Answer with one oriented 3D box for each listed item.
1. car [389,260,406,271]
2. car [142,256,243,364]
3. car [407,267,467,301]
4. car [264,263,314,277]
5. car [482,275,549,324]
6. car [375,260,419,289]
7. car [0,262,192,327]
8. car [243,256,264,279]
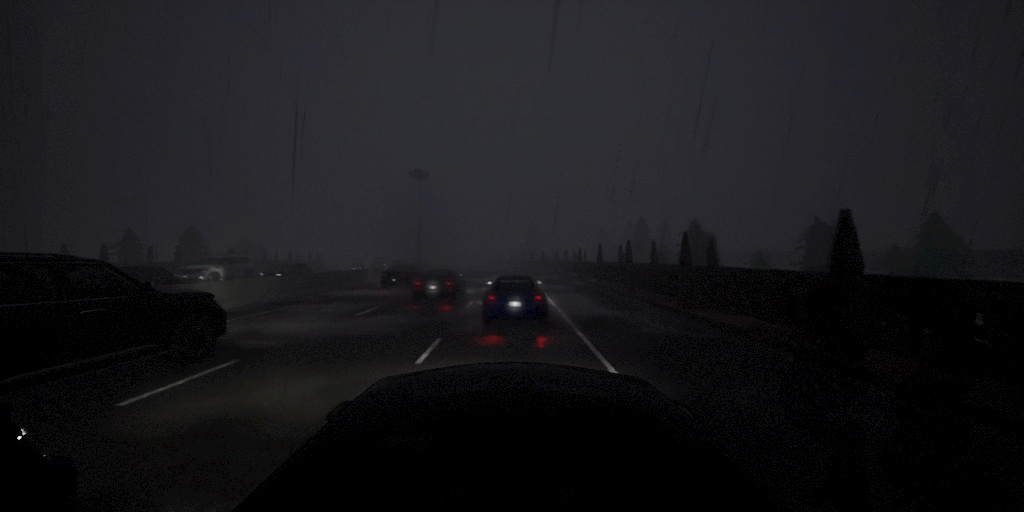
[{"bbox_3d":[-16.496,1.364,51.834,1.837,1.490,4.892,0,0,-13],"label":"car"},{"bbox_3d":[-6.900,0.971,4.917,2.150,2.045,5.566,0,0,0],"label":"car"},{"bbox_3d":[-3.400,1.325,17.414,1.994,1.385,4.181,0,0,0],"label":"car"},{"bbox_3d":[-17.652,1.285,28.411,1.837,1.490,4.892,0,0,-1],"label":"car"},{"bbox_3d":[0.100,1.320,11.980,1.994,1.385,4.181,0,0,0],"label":"car"},{"bbox_3d":[-6.899,1.249,23.398,1.882,1.535,5.008,0,0,0],"label":"car"},{"bbox_3d":[-14.103,1.107,12.357,2.097,1.767,4.553,0,0,0],"label":"car"},{"bbox_3d":[-21.112,0.997,25.884,2.150,2.045,5.566,0,0,0],"label":"car"}]
